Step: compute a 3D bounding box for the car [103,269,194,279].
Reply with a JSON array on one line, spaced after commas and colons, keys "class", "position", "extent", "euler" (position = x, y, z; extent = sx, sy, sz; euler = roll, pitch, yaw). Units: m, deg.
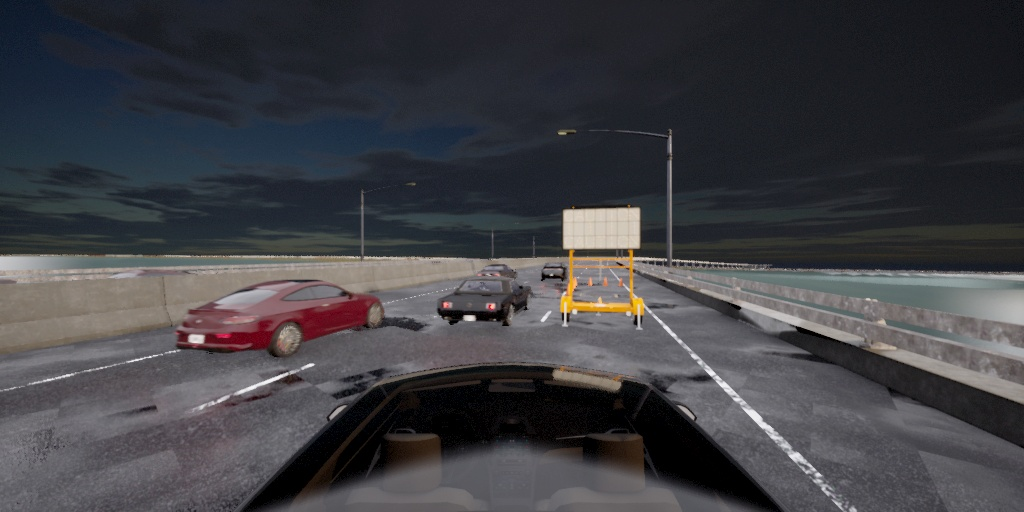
[{"class": "car", "position": [-14.632, 1.268, 14.020], "extent": [1.812, 1.442, 4.674], "euler": [0, 0, 13]}]

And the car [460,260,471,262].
[{"class": "car", "position": [-7.505, 1.295, 58.972], "extent": [1.994, 1.385, 4.181], "euler": [0, 0, 14]}]

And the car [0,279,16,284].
[{"class": "car", "position": [-22.092, 1.287, 12.812], "extent": [2.033, 1.411, 5.357], "euler": [0, 0, 13]}]

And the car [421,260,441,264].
[{"class": "car", "position": [-12.154, 1.333, 54.766], "extent": [1.895, 1.301, 4.718], "euler": [0, 0, 14]}]

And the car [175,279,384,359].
[{"class": "car", "position": [-4.945, 1.273, 8.438], "extent": [1.812, 1.442, 4.674], "euler": [0, 0, 13]}]

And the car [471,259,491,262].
[{"class": "car", "position": [-4.402, 1.236, 56.951], "extent": [1.837, 1.490, 4.892], "euler": [0, 0, 14]}]

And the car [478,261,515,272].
[{"class": "car", "position": [-0.972, 1.291, 25.538], "extent": [2.033, 1.411, 5.357], "euler": [0, 0, 13]}]

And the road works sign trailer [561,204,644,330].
[{"class": "road works sign trailer", "position": [2.797, 0.213, 11.321], "extent": [2.380, 3.560, 2.880], "euler": [0, 0, 13]}]

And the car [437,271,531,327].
[{"class": "car", "position": [-0.610, 1.348, 11.638], "extent": [1.895, 1.301, 4.718], "euler": [0, 0, 13]}]

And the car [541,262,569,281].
[{"class": "car", "position": [3.597, 1.235, 29.651], "extent": [2.128, 1.511, 4.902], "euler": [0, 0, 13]}]
